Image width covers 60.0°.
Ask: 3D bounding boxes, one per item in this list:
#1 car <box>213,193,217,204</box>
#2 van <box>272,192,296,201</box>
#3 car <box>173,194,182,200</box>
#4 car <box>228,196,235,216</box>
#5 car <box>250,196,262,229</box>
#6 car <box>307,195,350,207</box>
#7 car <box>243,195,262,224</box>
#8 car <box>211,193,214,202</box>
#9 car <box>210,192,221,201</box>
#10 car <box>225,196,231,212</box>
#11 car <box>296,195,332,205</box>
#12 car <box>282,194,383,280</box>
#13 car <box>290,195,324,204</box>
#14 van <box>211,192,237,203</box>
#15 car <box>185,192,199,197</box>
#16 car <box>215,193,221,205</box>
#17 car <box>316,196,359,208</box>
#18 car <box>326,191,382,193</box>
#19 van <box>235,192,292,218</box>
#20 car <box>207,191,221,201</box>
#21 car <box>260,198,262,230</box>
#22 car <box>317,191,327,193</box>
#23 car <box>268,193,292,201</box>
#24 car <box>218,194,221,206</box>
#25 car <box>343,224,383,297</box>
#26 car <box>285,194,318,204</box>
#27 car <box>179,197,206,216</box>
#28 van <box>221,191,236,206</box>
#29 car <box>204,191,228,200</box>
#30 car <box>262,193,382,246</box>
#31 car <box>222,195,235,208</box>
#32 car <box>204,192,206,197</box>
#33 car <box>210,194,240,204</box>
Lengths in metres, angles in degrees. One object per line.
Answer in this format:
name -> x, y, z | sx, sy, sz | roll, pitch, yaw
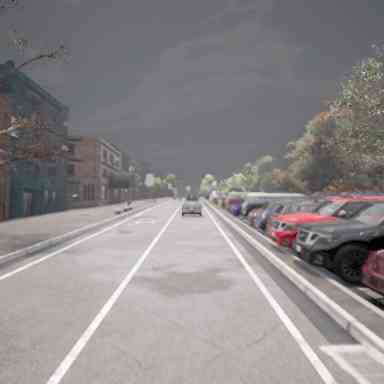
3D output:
car -> 5.610, 1.216, 42.631 | 5.008, 1.535, 2.097 | 0, 0, 0
van -> 18.777, 0.901, 67.927 | 4.442, 1.987, 1.878 | 0, 0, 0
car -> -3.266, 1.107, 75.279 | 2.128, 1.511, 4.902 | 0, 0, 0
car -> 5.637, 1.321, 25.815 | 5.008, 1.535, 2.097 | 0, 0, 0
car -> 5.624, 1.249, 17.405 | 4.553, 1.767, 2.185 | 0, 0, 0
car -> 18.685, 1.203, 45.644 | 5.008, 1.535, 2.097 | 0, 0, 0
car -> 5.682, 1.231, 20.208 | 4.553, 1.767, 2.185 | 0, 0, 0
car -> 5.578, 1.219, 48.239 | 4.792, 1.488, 2.163 | 0, 0, 0
car -> 5.598, 1.180, 51.037 | 4.892, 1.521, 2.231 | 0, 0, 0
car -> 5.608, 1.333, 28.618 | 4.792, 1.488, 2.163 | 0, 0, 0
car -> 18.711, 1.209, 51.214 | 4.792, 1.488, 2.163 | 0, 0, 0
car -> 5.640, 1.177, 8.994 | 5.566, 2.045, 2.435 | 0, 0, 0
car -> 18.648, 1.200, 53.999 | 4.792, 1.488, 2.163 | 0, 0, 0
van -> 5.706, 0.927, 59.451 | 4.442, 1.987, 1.878 | 0, 0, 0
car -> -0.011, 0.958, 60.266 | 2.150, 2.045, 5.566 | 0, -1, 0
car -> 5.805, 1.230, 39.831 | 5.366, 1.575, 1.946 | 0, 0, 0
car -> 18.692, 1.255, 42.983 | 4.674, 1.452, 2.002 | 0, 0, 0
car -> 18.675, 0.998, 37.412 | 5.566, 2.045, 2.435 | 0, 0, 0
van -> 5.530, 1.113, 23.010 | 4.442, 1.987, 1.878 | 0, 0, 0
car -> 5.626, 0.919, 53.843 | 5.566, 2.045, 2.435 | 0, 0, 0
car -> 5.628, 1.267, 14.601 | 4.553, 1.767, 2.185 | 0, 0, 0
car -> 18.670, 0.981, 40.074 | 5.566, 2.045, 2.435 | 0, 0, 0
car -> 18.628, 0.995, 70.707 | 4.553, 1.767, 2.185 | 0, 0, 0
car -> 5.654, 1.280, 37.028 | 4.792, 1.488, 2.163 | 0, 0, 0
car -> 5.670, 1.486, 6.193 | 4.674, 1.452, 2.002 | 0, 0, 0
car -> 18.668, 1.161, 56.784 | 5.008, 1.535, 2.097 | 0, 0, 0
car -> -0.004, 1.429, 29.983 | 2.033, 1.411, 5.357 | 0, 0, 0
van -> 5.512, 1.042, 34.223 | 4.442, 1.987, 1.878 | 0, 0, 0
car -> 5.608, 0.868, 79.072 | 5.566, 2.045, 2.435 | 0, 0, 0
car -> 5.636, 1.159, 11.797 | 5.566, 2.045, 2.435 | 0, 0, 0
car -> 5.604, 1.315, 31.422 | 4.792, 1.488, 2.163 | 0, 0, 0
car -> 5.608, 0.870, 70.662 | 5.566, 2.045, 2.435 | 0, 0, 0
car -> 5.588, 1.161, 56.648 | 5.008, 1.535, 2.097 | 0, 0, 0
